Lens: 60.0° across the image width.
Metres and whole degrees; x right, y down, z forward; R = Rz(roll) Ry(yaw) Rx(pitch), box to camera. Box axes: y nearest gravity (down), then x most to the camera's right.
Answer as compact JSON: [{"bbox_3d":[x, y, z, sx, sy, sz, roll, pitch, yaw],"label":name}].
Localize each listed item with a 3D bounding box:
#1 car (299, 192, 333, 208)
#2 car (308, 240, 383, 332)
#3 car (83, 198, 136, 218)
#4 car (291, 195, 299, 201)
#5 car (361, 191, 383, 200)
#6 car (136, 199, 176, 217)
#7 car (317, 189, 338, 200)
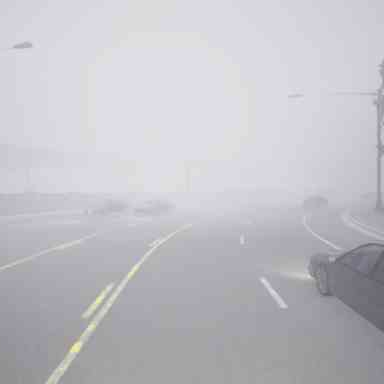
[{"bbox_3d":[14.364,1.065,38.414,1.994,1.385,4.181,-1,0,38],"label":"car"},{"bbox_3d":[3.608,1.501,5.326,2.033,1.411,5.357,0,0,0],"label":"car"},{"bbox_3d":[-7.102,1.284,28.026,2.128,1.511,4.902,0,0,19],"label":"car"},{"bbox_3d":[20.578,0.966,61.872,4.718,1.301,1.895,-1,0,-32],"label":"car"},{"bbox_3d":[31.359,0.634,57.349,5.008,1.535,1.882,-1,0,-28],"label":"car"},{"bbox_3d":[-3.183,1.308,28.877,2.033,1.411,5.357,0,0,21],"label":"car"},{"bbox_3d":[23.721,0.535,59.670,5.566,2.045,2.150,-1,0,-30],"label":"car"}]
